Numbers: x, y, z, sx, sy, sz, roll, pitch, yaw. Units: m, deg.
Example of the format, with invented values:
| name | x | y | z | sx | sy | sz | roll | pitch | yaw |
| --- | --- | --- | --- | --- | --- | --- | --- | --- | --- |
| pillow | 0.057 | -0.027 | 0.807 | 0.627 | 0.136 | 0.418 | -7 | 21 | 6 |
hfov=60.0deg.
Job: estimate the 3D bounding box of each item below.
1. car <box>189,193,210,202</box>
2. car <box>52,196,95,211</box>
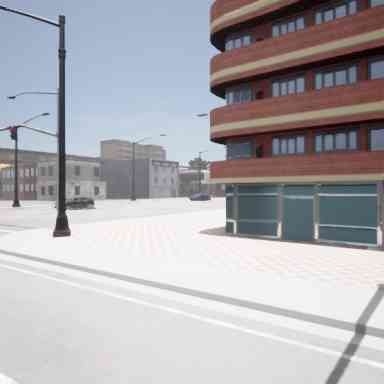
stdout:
| name | x | y | z | sx | sy | sz | roll | pitch | yaw |
| --- | --- | --- | --- | --- | --- | --- | --- | --- | --- |
| car | 1.347 | 0.920 | 57.683 | 1.994 | 1.385 | 4.181 | 0 | 1 | 37 |
| car | -13.418 | 1.289 | 37.884 | 1.837 | 1.490 | 4.892 | 0 | 1 | 37 |
